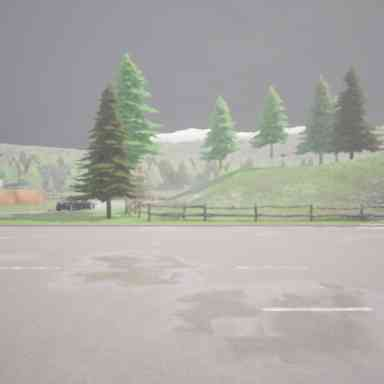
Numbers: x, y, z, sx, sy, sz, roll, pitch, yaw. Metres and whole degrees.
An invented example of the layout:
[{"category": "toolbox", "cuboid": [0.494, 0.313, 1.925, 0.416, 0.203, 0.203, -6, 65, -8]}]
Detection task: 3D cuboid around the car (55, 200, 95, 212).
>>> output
[{"category": "car", "cuboid": [-13.555, 1.340, 38.855, 2.097, 1.767, 4.553, 0, 0, 27]}]
